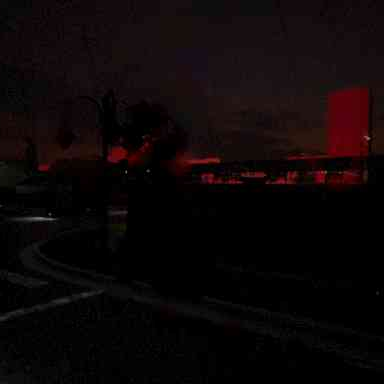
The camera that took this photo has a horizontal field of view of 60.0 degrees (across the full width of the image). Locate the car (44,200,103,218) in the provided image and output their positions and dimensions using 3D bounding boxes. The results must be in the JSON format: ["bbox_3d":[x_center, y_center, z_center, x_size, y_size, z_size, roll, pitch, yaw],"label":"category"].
[{"bbox_3d":[-10.165,1.428,29.522,2.033,1.411,5.357,1,0,35],"label":"car"}]
